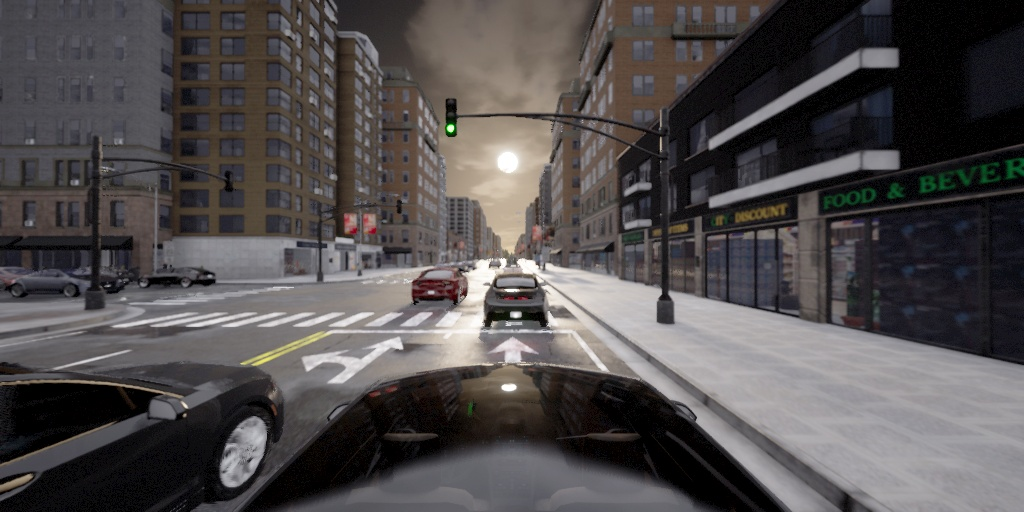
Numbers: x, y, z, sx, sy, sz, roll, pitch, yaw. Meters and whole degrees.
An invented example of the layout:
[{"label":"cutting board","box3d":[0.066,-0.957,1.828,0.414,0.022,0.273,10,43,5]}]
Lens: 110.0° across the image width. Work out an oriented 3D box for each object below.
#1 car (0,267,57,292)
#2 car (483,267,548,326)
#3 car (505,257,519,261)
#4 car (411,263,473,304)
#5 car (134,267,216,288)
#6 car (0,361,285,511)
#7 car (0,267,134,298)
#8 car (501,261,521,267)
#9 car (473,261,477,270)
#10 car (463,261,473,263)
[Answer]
[{"label":"car","box3d":[-30.439,1.365,21.318,4.181,1.385,1.994,0,0,0]},{"label":"car","box3d":[0.104,1.278,11.788,1.837,1.490,4.892,0,0,0]},{"label":"car","box3d":[0.000,1.132,65.261,2.150,2.045,5.566,0,0,0]},{"label":"car","box3d":[-3.150,1.260,16.466,1.882,1.535,5.008,0,0,0]},{"label":"car","box3d":[-22.149,1.385,23.821,4.313,1.339,1.948,0,0,0]},{"label":"car","box3d":[-3.144,1.255,1.544,1.837,1.490,4.892,0,0,0]},{"label":"car","box3d":[-22.634,1.343,18.343,4.181,1.385,1.994,0,0,0]},{"label":"car","box3d":[0.101,1.436,37.819,1.895,1.301,4.718,0,0,0]},{"label":"car","box3d":[-6.500,1.430,55.480,2.033,1.411,5.357,0,0,0]},{"label":"car","box3d":[-6.576,1.402,44.981,2.033,1.411,5.357,0,0,1]}]
